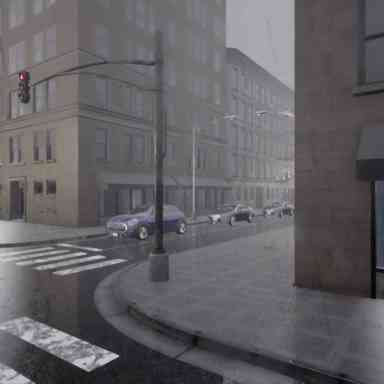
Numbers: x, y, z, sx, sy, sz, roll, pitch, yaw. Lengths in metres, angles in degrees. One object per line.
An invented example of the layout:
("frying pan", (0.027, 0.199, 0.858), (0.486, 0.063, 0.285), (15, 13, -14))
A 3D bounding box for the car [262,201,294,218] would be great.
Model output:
("car", (8.531, 1.674, 32.697), (2.128, 1.511, 4.902), (0, 0, 36))

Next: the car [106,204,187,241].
("car", (-2.301, 1.432, 17.510), (2.097, 1.767, 4.553), (0, 0, 36))

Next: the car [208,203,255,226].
("car", (3.017, 1.622, 24.946), (2.128, 1.511, 4.902), (0, 0, 35))
